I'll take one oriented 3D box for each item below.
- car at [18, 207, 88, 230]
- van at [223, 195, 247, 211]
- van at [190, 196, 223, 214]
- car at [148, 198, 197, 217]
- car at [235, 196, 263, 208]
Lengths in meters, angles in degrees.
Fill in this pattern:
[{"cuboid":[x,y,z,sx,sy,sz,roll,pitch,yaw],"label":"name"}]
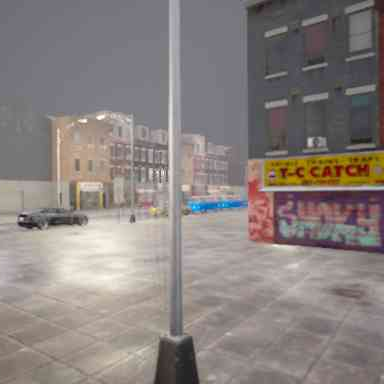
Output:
[{"cuboid":[-8.616,1.584,20.896,1.947,1.339,4.313,0,0,36],"label":"car"},{"cuboid":[4.566,1.297,39.302,1.690,1.788,3.998,0,0,36],"label":"van"},{"cuboid":[1.270,1.312,34.701,1.690,1.788,3.998,0,0,36],"label":"van"},{"cuboid":[-1.926,1.511,30.237,1.752,1.417,4.829,0,0,36],"label":"car"},{"cuboid":[8.491,1.439,49.196,2.128,1.511,4.902,0,0,36],"label":"car"}]
